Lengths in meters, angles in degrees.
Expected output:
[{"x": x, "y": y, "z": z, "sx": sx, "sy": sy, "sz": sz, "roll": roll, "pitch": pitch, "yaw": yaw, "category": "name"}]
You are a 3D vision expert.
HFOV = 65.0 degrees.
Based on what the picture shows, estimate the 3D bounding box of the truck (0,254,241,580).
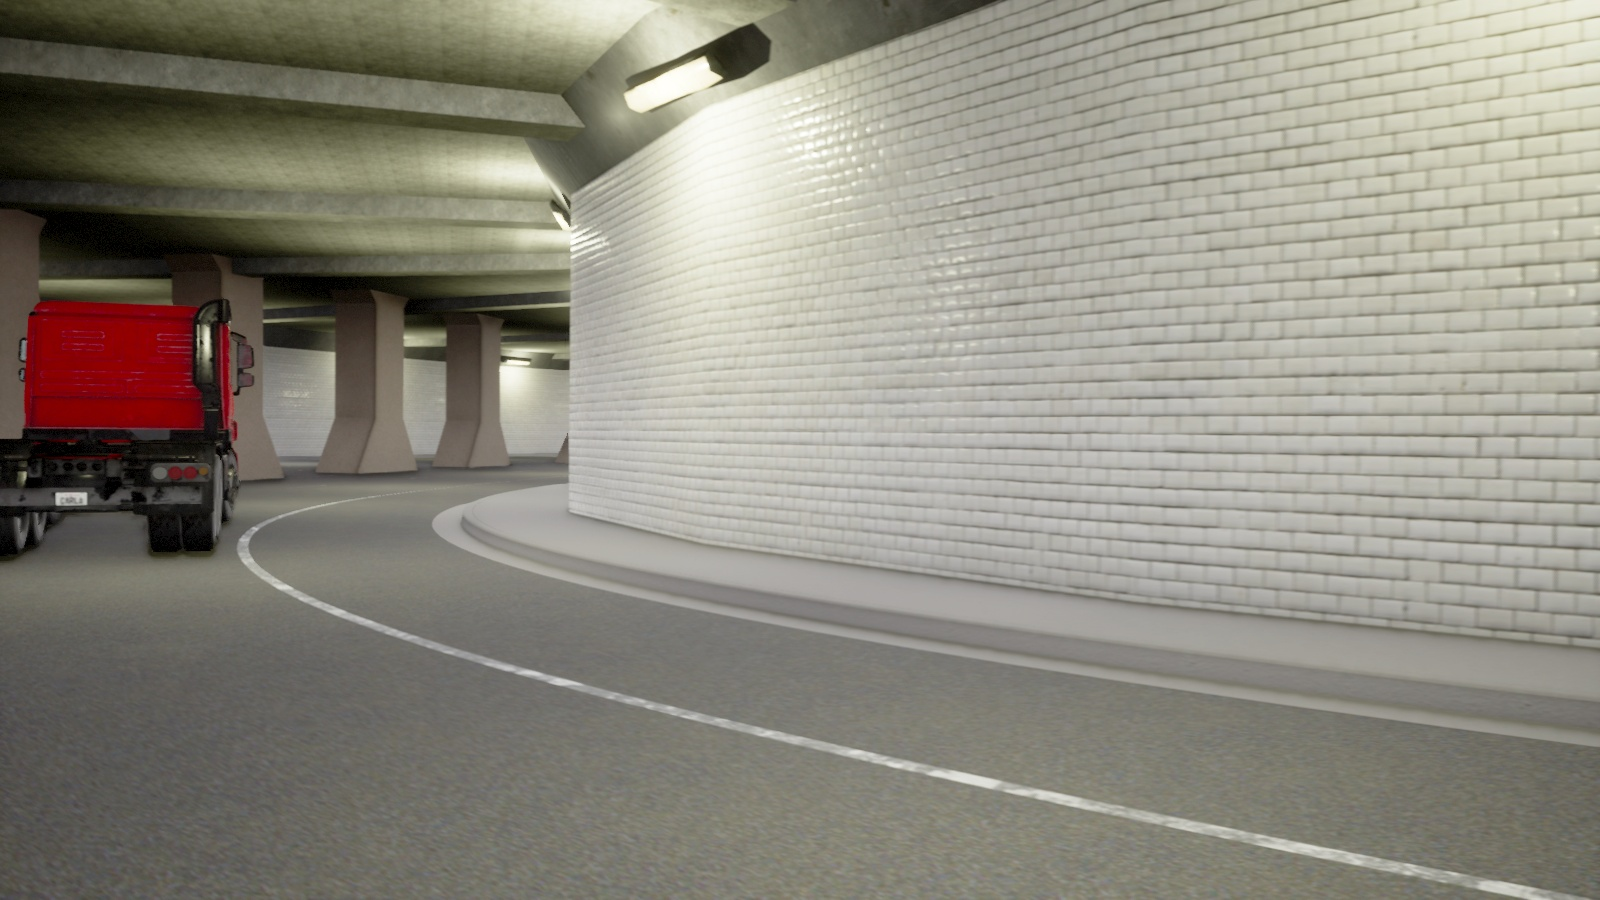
[{"x": -9.403, "y": -0.390, "z": 17.249, "sx": 2.891, "sy": 3.462, "sz": 7.936, "roll": -1, "pitch": 1, "yaw": -22, "category": "truck"}]
